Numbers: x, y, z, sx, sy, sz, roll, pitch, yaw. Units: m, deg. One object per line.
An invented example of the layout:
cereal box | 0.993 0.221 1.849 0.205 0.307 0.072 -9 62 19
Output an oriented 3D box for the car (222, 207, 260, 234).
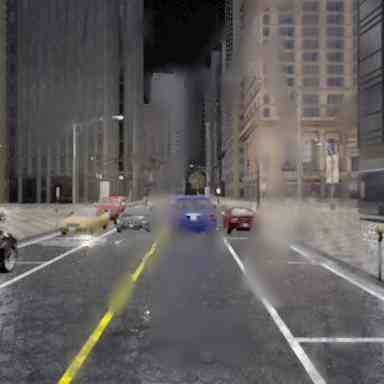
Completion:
car | 2.672 1.509 18.827 1.887 1.381 4.507 0 0 0

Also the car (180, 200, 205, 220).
car | 0.023 1.506 28.936 2.033 1.411 5.357 0 0 0

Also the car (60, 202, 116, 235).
car | -5.852 1.490 18.659 1.752 1.417 4.829 0 0 0

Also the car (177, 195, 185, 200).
car | -2.960 1.510 91.927 1.882 1.535 5.008 0 0 0

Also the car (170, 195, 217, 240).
car | 0.068 1.190 16.853 2.150 2.045 5.566 0 0 0

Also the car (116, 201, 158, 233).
car | -3.087 1.469 19.384 1.837 1.490 4.892 0 0 0

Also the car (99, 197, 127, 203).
car | -5.851 1.276 24.289 2.192 1.841 5.009 0 0 0

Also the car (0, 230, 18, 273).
car | -5.852 1.546 7.911 1.947 1.339 4.313 1 0 0
